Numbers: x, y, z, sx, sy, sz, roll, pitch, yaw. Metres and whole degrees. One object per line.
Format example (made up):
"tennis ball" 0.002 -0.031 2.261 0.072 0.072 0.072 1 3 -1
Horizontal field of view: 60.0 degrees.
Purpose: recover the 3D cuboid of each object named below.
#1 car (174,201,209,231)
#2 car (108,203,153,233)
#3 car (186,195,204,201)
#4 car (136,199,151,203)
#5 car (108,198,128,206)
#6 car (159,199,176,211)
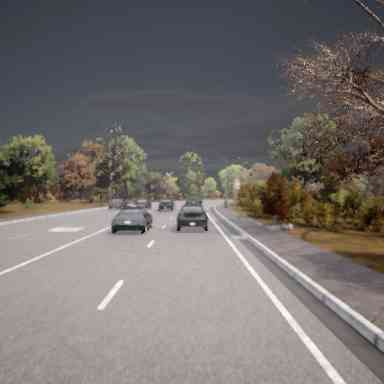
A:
"car" 0.023 1.547 21.020 1.837 1.490 4.892 0 0 0
"car" -3.473 1.603 19.913 1.994 1.385 4.181 0 0 0
"car" 0.340 1.379 43.293 2.150 2.045 5.566 0 0 3
"car" -6.713 1.697 45.721 1.812 1.442 4.674 0 0 3
"car" -10.192 1.677 46.156 1.837 1.490 4.892 0 0 3
"car" -3.163 1.662 43.068 1.837 1.490 4.892 0 0 3
